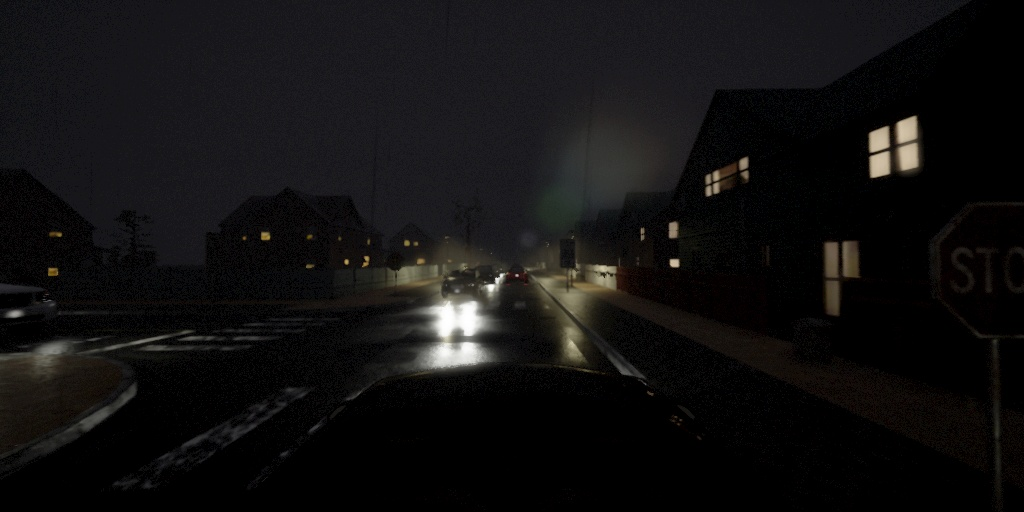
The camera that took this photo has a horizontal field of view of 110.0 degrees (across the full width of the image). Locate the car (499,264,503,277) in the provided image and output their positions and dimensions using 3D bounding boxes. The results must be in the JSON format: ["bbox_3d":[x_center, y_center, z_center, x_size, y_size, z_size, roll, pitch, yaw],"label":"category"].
[{"bbox_3d":[-2.374,1.758,42.878,1.812,1.442,4.674,0,-1,1],"label":"car"}]

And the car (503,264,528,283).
[{"bbox_3d":[0.455,1.669,32.627,1.994,1.385,4.181,0,-1,1],"label":"car"}]

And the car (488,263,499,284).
[{"bbox_3d":[-2.498,1.582,31.940,1.882,1.535,5.008,0,-1,1],"label":"car"}]

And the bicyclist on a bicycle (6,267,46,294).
[{"bbox_3d":[-20.053,1.291,14.632,0.582,1.620,1.656,0,-1,0],"label":"bicyclist on a bicycle"}]

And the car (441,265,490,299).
[{"bbox_3d":[-2.634,1.456,19.848,2.128,1.511,4.902,0,-1,1],"label":"car"}]

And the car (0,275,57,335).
[{"bbox_3d":[-14.871,1.070,8.758,5.566,2.045,2.150,0,-1,0],"label":"car"}]
